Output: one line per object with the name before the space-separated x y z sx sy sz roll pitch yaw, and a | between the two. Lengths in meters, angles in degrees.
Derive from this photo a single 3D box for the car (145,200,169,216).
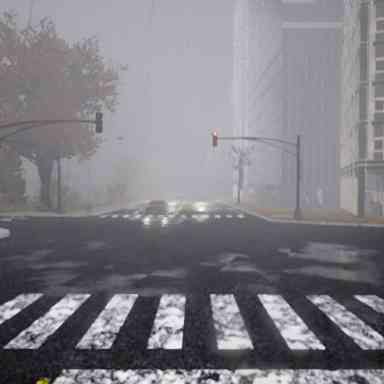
car | -3.224 1.461 31.428 1.882 1.535 5.008 0 0 0
